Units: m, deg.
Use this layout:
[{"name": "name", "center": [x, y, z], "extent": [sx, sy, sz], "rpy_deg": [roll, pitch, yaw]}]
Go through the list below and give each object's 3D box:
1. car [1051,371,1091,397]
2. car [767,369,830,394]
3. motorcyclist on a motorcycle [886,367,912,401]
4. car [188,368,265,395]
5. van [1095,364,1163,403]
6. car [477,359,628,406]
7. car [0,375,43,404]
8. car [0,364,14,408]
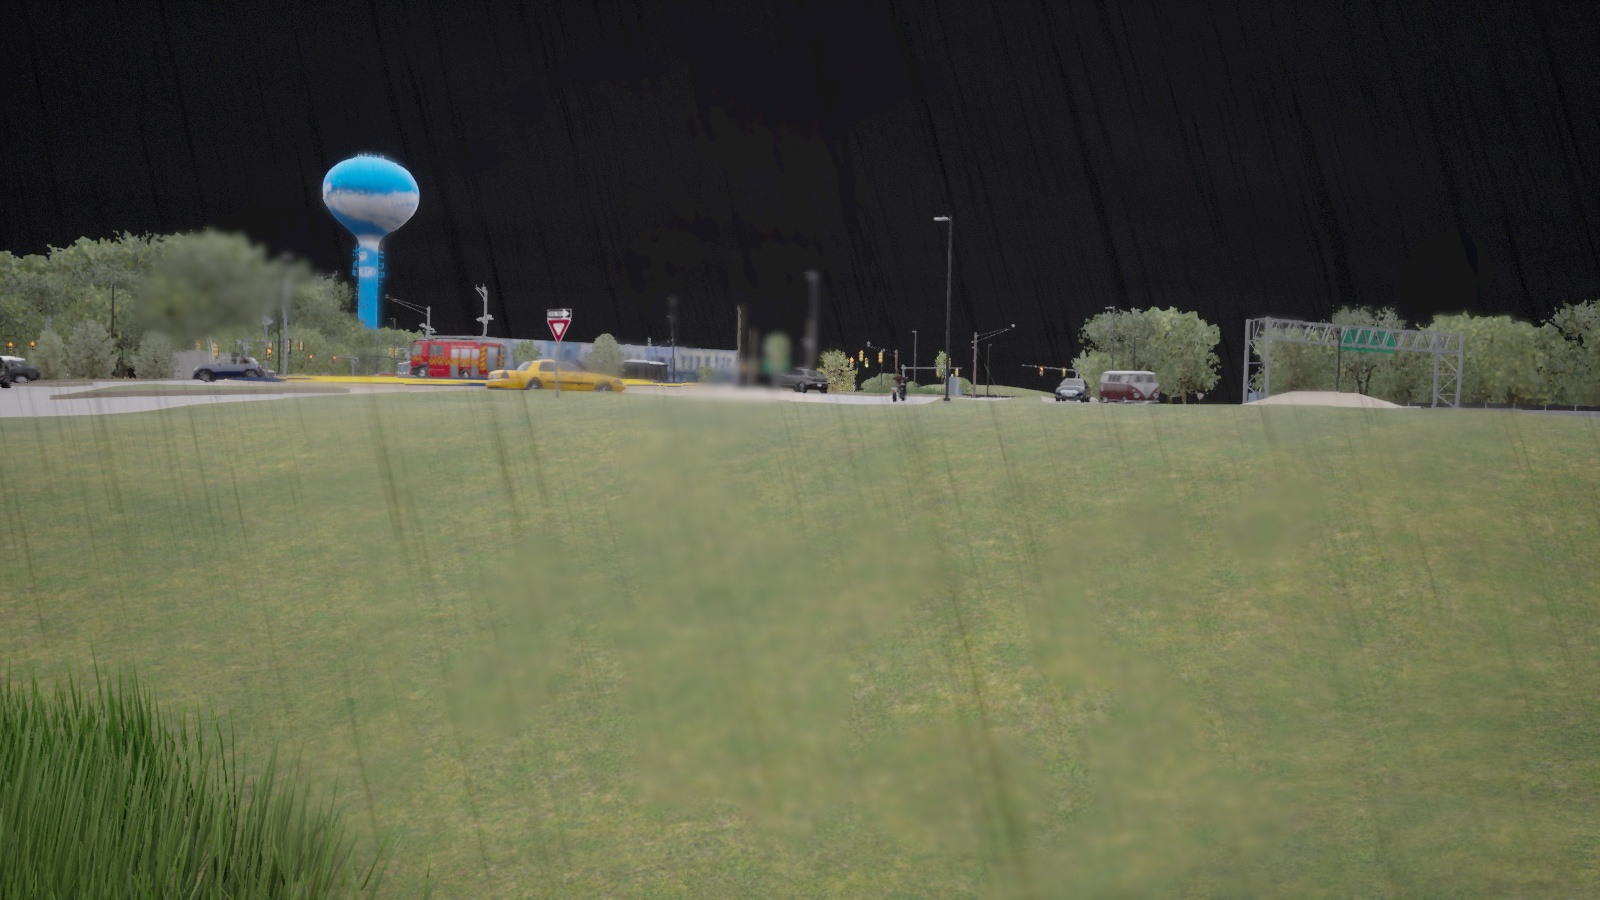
[{"name": "car", "center": [18.194, -4.417, 84.095], "extent": [2.033, 1.649, 4.856], "rpy_deg": [2, 4, 19]}, {"name": "car", "center": [-0.115, -4.304, 78.476], "extent": [1.816, 1.474, 4.193], "rpy_deg": [0, 4, -35]}, {"name": "motorcyclist on a motorcycle", "center": [5.096, -3.393, 64.469], "extent": [0.766, 1.649, 2.350], "rpy_deg": [1, 5, 19]}, {"name": "car", "center": [-34.439, -4.133, 75.506], "extent": [3.806, 1.475, 1.970], "rpy_deg": [-3, 4, -14]}, {"name": "van", "center": [17.308, -3.553, 66.253], "extent": [1.775, 1.987, 4.442], "rpy_deg": [-1, 4, -9]}, {"name": "car", "center": [-9.389, -2.527, 47.838], "extent": [5.366, 1.575, 1.801], "rpy_deg": [-1, 1, -36]}, {"name": "car", "center": [-45.244, -3.302, 69.970], "extent": [4.892, 1.490, 1.837], "rpy_deg": [-6, 5, -39]}, {"name": "car", "center": [-27.374, -2.104, 41.413], "extent": [1.812, 1.442, 4.674], "rpy_deg": [-3, 5, -24]}]
